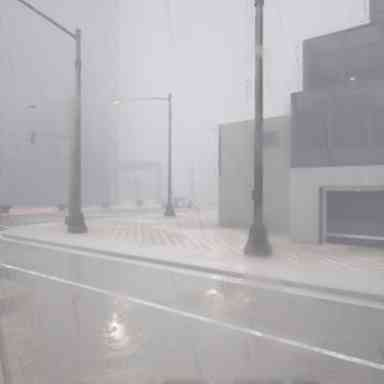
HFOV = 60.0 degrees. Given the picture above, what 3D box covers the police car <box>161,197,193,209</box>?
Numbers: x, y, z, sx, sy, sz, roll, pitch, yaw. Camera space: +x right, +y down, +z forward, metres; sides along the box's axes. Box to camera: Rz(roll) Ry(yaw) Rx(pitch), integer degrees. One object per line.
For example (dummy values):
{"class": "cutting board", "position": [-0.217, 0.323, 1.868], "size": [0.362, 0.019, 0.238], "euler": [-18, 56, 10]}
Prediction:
{"class": "police car", "position": [-1.988, 1.421, 42.947], "size": [2.038, 1.542, 4.974], "euler": [0, 0, 36]}
